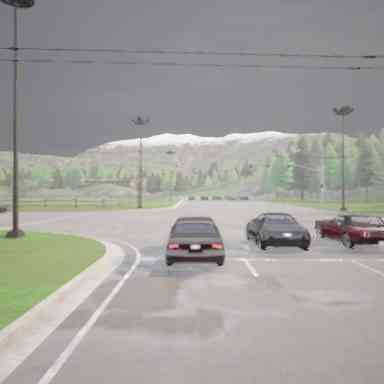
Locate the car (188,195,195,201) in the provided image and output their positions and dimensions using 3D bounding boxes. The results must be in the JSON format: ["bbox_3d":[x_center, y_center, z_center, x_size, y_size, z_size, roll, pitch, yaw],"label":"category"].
[{"bbox_3d":[-0.041,1.649,88.896,2.128,1.511,4.902,0,0,0],"label":"car"}]

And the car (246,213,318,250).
[{"bbox_3d":[3.592,1.584,14.497,1.994,1.385,4.181,0,0,0],"label":"car"}]

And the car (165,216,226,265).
[{"bbox_3d":[0.093,1.564,11.662,2.033,1.411,5.357,0,0,0],"label":"car"}]

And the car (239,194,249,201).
[{"bbox_3d":[13.959,1.602,89.032,1.882,1.535,5.008,0,0,0],"label":"car"}]

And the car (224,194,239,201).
[{"bbox_3d":[10.459,1.664,88.759,2.033,1.411,5.357,0,0,0],"label":"car"}]

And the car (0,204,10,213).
[{"bbox_3d":[-22.052,1.552,35.457,4.892,1.490,1.837,1,0,0],"label":"car"}]

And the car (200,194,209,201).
[{"bbox_3d":[3.459,1.602,88.819,1.882,1.535,5.008,0,0,0],"label":"car"}]

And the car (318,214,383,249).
[{"bbox_3d":[7.093,1.622,14.665,1.895,1.301,4.718,0,0,0],"label":"car"}]

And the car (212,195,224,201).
[{"bbox_3d":[6.959,1.649,89.164,1.812,1.442,4.674,0,0,0],"label":"car"}]
